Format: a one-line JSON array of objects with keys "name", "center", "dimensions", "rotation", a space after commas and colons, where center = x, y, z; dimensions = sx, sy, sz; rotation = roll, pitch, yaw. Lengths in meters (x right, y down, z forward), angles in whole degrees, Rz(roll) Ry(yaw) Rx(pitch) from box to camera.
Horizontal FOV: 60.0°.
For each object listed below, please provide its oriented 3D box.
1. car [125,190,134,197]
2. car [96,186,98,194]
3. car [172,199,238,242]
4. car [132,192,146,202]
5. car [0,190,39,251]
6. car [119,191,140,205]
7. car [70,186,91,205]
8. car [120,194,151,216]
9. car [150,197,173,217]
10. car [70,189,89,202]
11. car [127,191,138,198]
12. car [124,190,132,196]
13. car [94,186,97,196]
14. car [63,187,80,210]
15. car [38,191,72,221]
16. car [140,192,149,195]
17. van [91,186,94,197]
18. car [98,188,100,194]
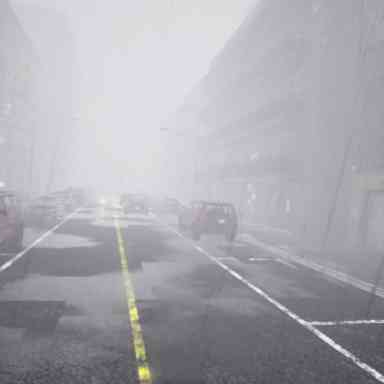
[{"name": "car", "center": [-15.618, 0.360, 82.934], "dimensions": [1.802, 1.307, 4.206], "rotation": [4, 0, -14]}, {"name": "car", "center": [-19.661, 0.094, 64.356], "dimensions": [1.802, 1.307, 4.206], "rotation": [4, 0, -14]}, {"name": "car", "center": [0.701, 1.311, 16.637], "dimensions": [2.192, 1.841, 5.009], "rotation": [4, 0, -14]}, {"name": "car", "center": [-8.822, 0.807, 55.309], "dimensions": [1.887, 1.381, 4.507], "rotation": [4, 0, -14]}, {"name": "car", "center": [-6.059, 0.866, 9.108], "dimensions": [2.192, 1.841, 5.009], "rotation": [4, 0, -14]}, {"name": "car", "center": [-7.786, 0.834, 40.138], "dimensions": [1.882, 1.535, 5.008], "rotation": [4, 0, -13]}, {"name": "car", "center": [-12.848, 0.329, 36.732], "dimensions": [2.192, 1.841, 5.009], "rotation": [4, 0, -14]}, {"name": "car", "center": [-4.692, 1.161, 27.579], "dimensions": [1.994, 1.385, 4.181], "rotation": [4, 0, -14]}, {"name": "car", "center": [-2.024, 1.221, 27.687], "dimensions": [1.967, 1.590, 4.097], "rotation": [4, 0, -14]}, {"name": "car", "center": [-14.182, 0.439, 42.093], "dimensions": [1.752, 1.417, 4.829], "rotation": [4, 0, -14]}, {"name": "car", "center": [-12.901, 0.552, 71.884], "dimensions": [1.802, 1.307, 4.206], "rotation": [4, 0, -14]}, {"name": "car", "center": [-16.977, 0.266, 88.458], "dimensions": [1.802, 1.307, 4.206], "rotation": [4, 0, -14]}, {"name": "car", "center": [-18.257, 0.138, 58.665], "dimensions": [1.752, 1.417, 4.829], "rotation": [4, 0, -14]}, {"name": "car", "center": [-10.142, 0.666, 25.684], "dimensions": [1.967, 1.590, 4.097], "rotation": [4, 0, -14]}, {"name": "car", "center": [-8.792, 0.884, 20.159], "dimensions": [2.008, 1.369, 4.403], "rotation": [4, 0, -14]}, {"name": "car", "center": [-6.109, 1.046, 44.261], "dimensions": [1.802, 1.307, 4.206], "rotation": [4, 0, -14]}, {"name": "van", "center": [-15.566, 0.150, 47.780], "dimensions": [1.690, 1.788, 3.998], "rotation": [4, 0, -14]}, {"name": "car", "center": [-23.717, -0.460, 80.929], "dimensions": [2.192, 1.841, 5.009], "rotation": [4, 0, -14]}]
